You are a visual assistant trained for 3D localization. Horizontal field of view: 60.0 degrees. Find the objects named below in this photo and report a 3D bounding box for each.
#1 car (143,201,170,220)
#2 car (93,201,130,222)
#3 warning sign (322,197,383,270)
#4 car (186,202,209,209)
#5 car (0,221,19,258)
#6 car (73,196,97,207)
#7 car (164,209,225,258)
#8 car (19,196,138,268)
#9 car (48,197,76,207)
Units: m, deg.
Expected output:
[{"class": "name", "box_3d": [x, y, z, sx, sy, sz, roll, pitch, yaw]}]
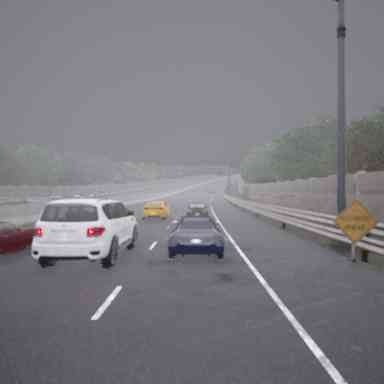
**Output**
[{"class": "car", "box_3d": [-3.020, 1.526, 28.935, 1.882, 1.535, 5.008, 0, 0, 2]}, {"class": "car", "box_3d": [-6.559, 1.549, 27.661, 1.837, 1.490, 4.892, 0, 0, 2]}, {"class": "warning sign", "box_3d": [4.638, 1.131, 9.508, 1.300, 1.860, 1.060, 2, 2, 0]}, {"class": "car", "box_3d": [0.464, 1.578, 28.341, 1.812, 1.442, 4.674, 0, 0, 2]}, {"class": "car", "box_3d": [-6.859, 1.610, 11.248, 1.895, 1.301, 4.718, 0, 0, 1]}, {"class": "car", "box_3d": [-16.399, 1.430, 51.202, 1.882, 1.535, 5.008, 0, 1, 3]}, {"class": "car", "box_3d": [0.173, 1.583, 12.922, 1.994, 1.385, 4.181, 0, 0, 1]}, {"class": "car", "box_3d": [-3.354, 1.235, 11.502, 2.150, 2.045, 5.566, 0, 0, 1]}, {"class": "car", "box_3d": [-19.900, 1.493, 51.225, 2.033, 1.411, 5.357, 0, 0, 3]}]
